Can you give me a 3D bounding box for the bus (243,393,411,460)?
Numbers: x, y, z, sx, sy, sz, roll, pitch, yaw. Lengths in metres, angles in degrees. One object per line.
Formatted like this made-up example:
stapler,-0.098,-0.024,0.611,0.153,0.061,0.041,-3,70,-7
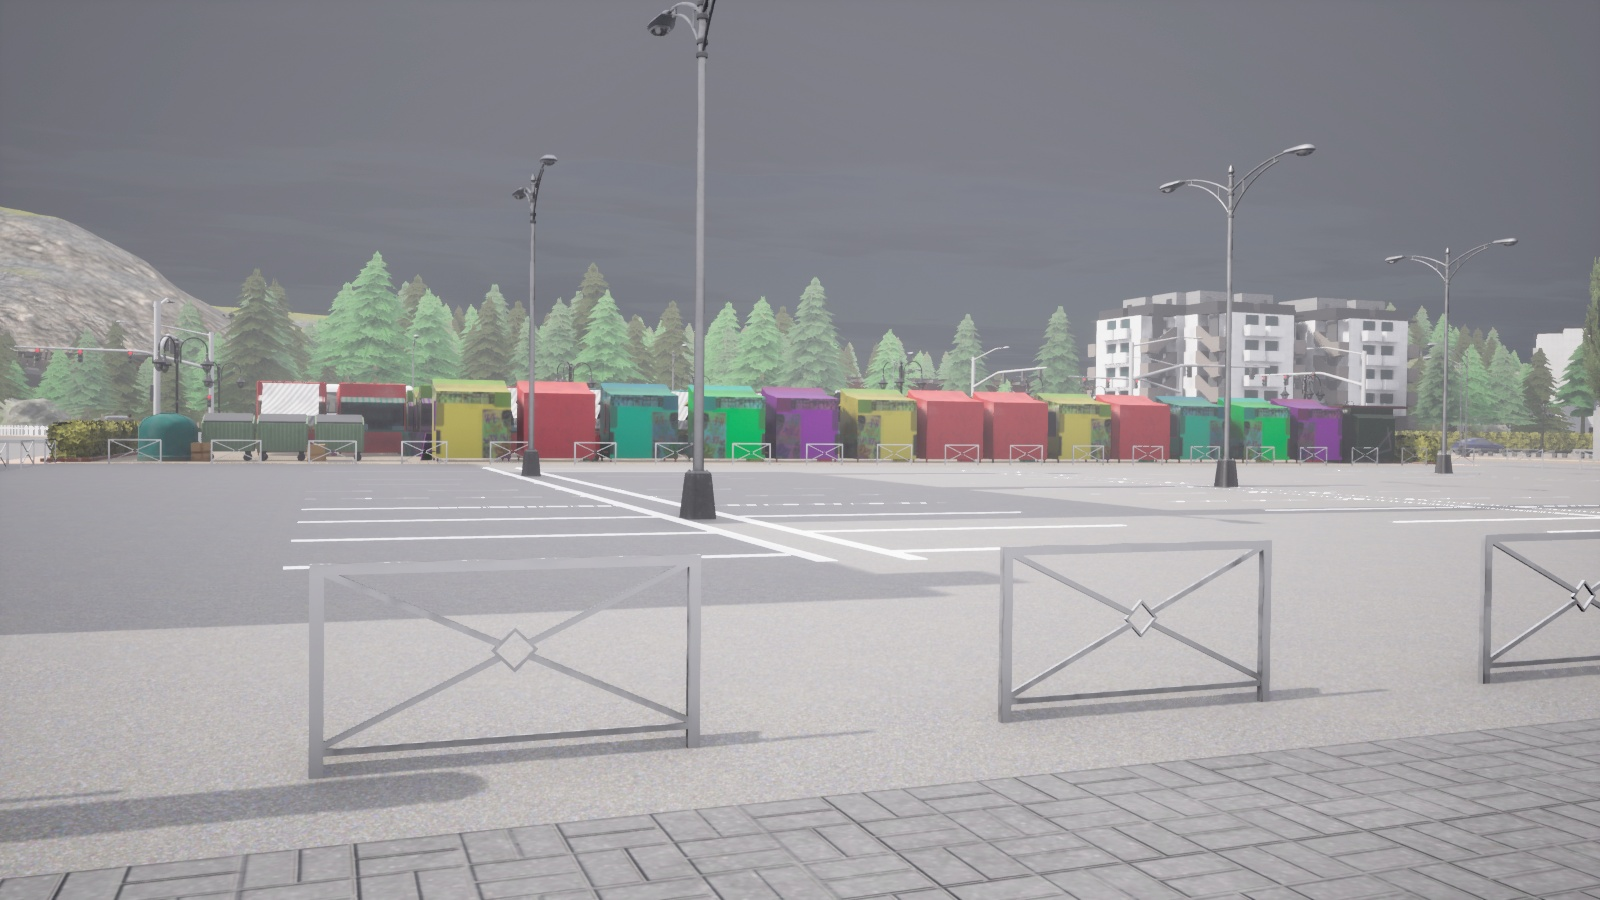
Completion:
bus,-31.637,-1.609,84.334,10.273,4.253,3.944,-1,1,-21
